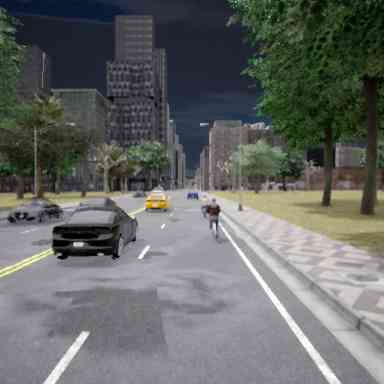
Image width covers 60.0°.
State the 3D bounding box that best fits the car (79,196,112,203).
[{"bbox_3d":[-6.583,1.060,23.142,1.882,1.535,5.008,0,1,0],"label":"car"}]

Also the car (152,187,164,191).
[{"bbox_3d":[-6.482,0.140,64.288,2.150,2.045,5.566,0,1,1],"label":"car"}]

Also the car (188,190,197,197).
[{"bbox_3d":[0.049,0.318,74.154,1.994,1.385,4.181,0,1,0],"label":"car"}]

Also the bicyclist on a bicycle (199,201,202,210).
[{"bbox_3d":[0.910,1.018,23.188,0.866,1.612,1.509,0,1,0],"label":"bicyclist on a bicycle"}]

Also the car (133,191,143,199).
[{"bbox_3d":[-9.744,0.510,62.430,1.994,1.385,4.181,0,1,1],"label":"car"}]

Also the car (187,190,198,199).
[{"bbox_3d":[0.139,0.470,59.507,1.882,1.535,5.008,0,1,0],"label":"car"}]

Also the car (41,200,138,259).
[{"bbox_3d":[-3.142,1.261,11.691,1.882,1.535,5.008,0,1,0],"label":"car"}]

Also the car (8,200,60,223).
[{"bbox_3d":[-9.834,1.180,21.165,1.994,1.385,4.181,0,1,0],"label":"car"}]

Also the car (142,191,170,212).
[{"bbox_3d":[-3.130,0.930,30.835,1.882,1.535,5.008,0,1,0],"label":"car"}]

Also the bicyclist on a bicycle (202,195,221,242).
[{"bbox_3d":[0.903,1.115,13.905,0.659,1.776,1.843,0,1,0],"label":"bicyclist on a bicycle"}]
